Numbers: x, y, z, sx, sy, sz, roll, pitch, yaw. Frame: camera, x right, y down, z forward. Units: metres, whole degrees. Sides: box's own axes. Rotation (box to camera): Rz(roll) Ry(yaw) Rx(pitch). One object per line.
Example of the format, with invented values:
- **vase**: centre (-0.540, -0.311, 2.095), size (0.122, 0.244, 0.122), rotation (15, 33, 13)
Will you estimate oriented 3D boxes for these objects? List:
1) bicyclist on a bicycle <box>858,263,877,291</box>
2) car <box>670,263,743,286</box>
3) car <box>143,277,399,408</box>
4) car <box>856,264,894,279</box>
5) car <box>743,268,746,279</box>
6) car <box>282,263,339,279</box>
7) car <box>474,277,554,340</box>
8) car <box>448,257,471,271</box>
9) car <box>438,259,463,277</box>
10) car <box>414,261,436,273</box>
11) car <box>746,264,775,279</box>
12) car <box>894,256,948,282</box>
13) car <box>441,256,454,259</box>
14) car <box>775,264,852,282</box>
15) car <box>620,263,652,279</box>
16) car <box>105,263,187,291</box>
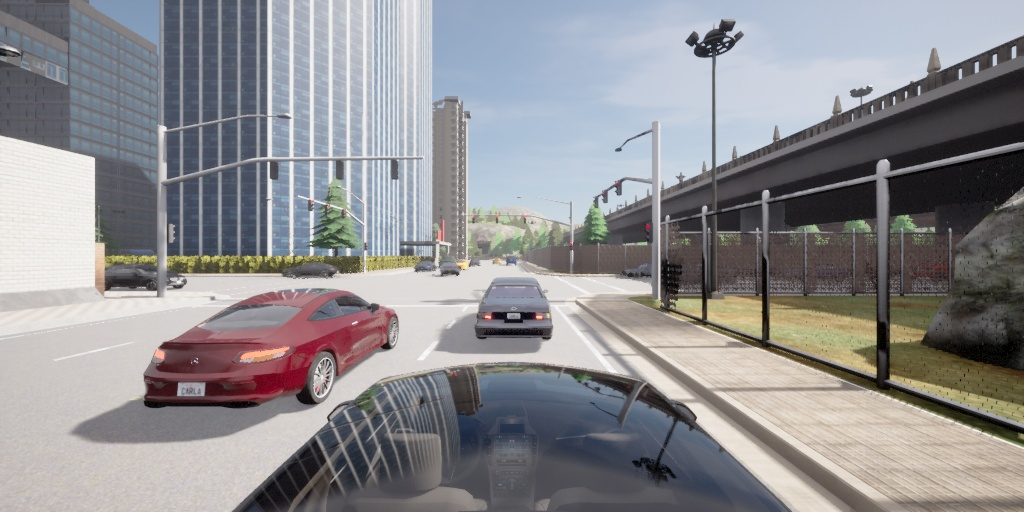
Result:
- **bicyclist on a bicycle**: centre (18.263, 1.106, 18.173), size (0.582, 1.620, 1.656), rotation (0, 0, 0)
- **car**: centre (13.504, 1.369, 25.458), size (4.181, 1.385, 1.994), rotation (0, 0, 0)
- **car**: centre (-3.450, 1.276, 6.174), size (1.812, 1.442, 4.674), rotation (0, 0, 0)
- **car**: centre (32.233, 1.406, 32.708), size (4.718, 1.301, 1.895), rotation (0, 0, 0)
- **car**: centre (15.660, 1.297, 29.145), size (4.902, 1.511, 2.128), rotation (0, 0, 0)
- **car**: centre (-18.460, 1.332, 33.040), size (4.674, 1.442, 1.812), rotation (0, 1, -7)
- **car**: centre (0.078, 1.297, 9.994), size (2.033, 1.411, 5.357), rotation (0, 0, 1)
- **car**: centre (-7.199, 1.228, 49.555), size (1.882, 1.535, 5.008), rotation (0, 0, 0)
- **car**: centre (-6.354, 1.324, 36.333), size (2.033, 1.411, 5.357), rotation (0, 0, -11)
- **car**: centre (-10.692, 1.314, 44.407), size (1.994, 1.385, 4.181), rotation (0, 0, 0)
- **car**: centre (22.306, 1.406, 32.674), size (4.718, 1.301, 1.895), rotation (0, 0, 0)
- **car**: centre (35.230, 1.027, 29.220), size (5.566, 2.045, 2.150), rotation (0, 0, -1)
- **car**: centre (-10.706, 0.969, 59.438), size (2.150, 2.045, 5.566), rotation (0, 0, 0)
- **car**: centre (24.616, 1.331, 29.173), size (4.674, 1.442, 1.812), rotation (0, 0, 0)
- **car**: centre (12.716, 1.353, 32.632), size (5.357, 1.411, 2.033), rotation (0, 0, 0)
- **car**: centre (-22.587, 1.331, 21.799), size (4.674, 1.442, 1.812), rotation (0, 0, 0)
